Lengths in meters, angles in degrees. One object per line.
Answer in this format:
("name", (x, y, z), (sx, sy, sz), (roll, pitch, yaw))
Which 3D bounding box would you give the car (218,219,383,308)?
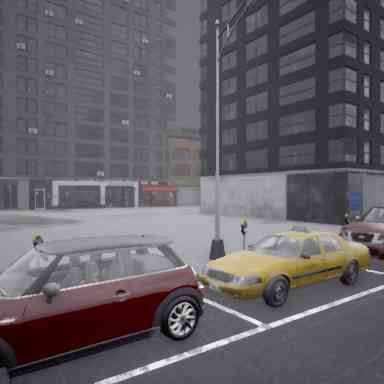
("car", (2.389, 1.524, 7.892), (4.829, 1.417, 1.752), (0, 0, -35))

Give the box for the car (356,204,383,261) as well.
("car", (6.932, 1.314, 11.132), (5.009, 1.841, 2.192), (0, 0, -35))

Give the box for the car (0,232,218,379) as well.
("car", (-1.876, 1.439, 4.850), (4.097, 1.590, 1.967), (0, 0, -35))
